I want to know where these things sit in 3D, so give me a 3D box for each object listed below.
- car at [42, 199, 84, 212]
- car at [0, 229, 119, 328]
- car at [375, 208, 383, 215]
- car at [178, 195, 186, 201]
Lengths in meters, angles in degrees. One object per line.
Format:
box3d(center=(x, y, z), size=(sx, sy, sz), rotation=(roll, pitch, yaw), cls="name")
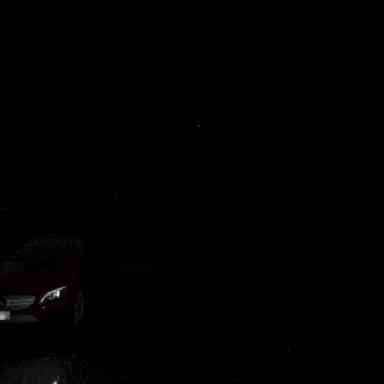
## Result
box3d(center=(-16.485, 1.620, 42.652), size=(5.008, 1.535, 1.882), rotation=(2, 1, 0), cls="car")
box3d(center=(-2.847, 1.604, 7.280), size=(1.812, 1.442, 4.674), rotation=(0, -1, 0), cls="car")
box3d(center=(26.672, 2.570, 42.873), size=(5.357, 1.411, 2.033), rotation=(2, 1, 0), cls="car")
box3d(center=(-2.744, 1.795, 94.652), size=(2.097, 1.767, 4.553), rotation=(0, 0, 0), cls="car")
